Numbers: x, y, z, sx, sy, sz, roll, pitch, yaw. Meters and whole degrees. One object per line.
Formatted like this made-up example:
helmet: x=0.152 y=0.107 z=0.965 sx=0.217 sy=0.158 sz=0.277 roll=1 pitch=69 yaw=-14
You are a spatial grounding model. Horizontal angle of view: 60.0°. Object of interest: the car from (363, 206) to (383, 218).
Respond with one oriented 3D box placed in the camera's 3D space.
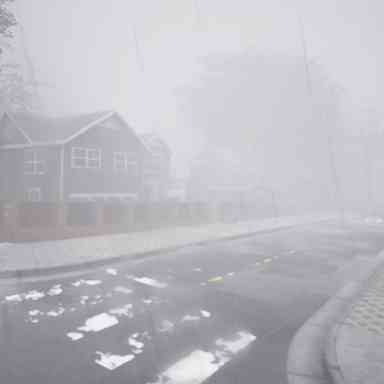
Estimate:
car: x=22.474 y=2.436 z=40.909 sx=1.994 sy=1.385 sz=4.181 roll=3 pitch=0 yaw=36
